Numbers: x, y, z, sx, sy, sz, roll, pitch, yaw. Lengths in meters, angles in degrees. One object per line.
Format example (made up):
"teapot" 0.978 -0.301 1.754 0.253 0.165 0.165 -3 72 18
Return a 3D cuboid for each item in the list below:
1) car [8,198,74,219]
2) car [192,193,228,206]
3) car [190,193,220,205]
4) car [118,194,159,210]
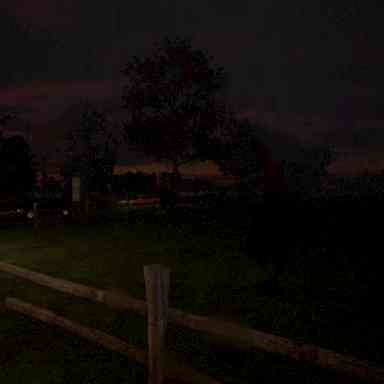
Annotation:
"car" -11.658 1.227 25.991 1.837 1.490 4.892 0 1 37
"car" 2.492 0.890 40.149 1.837 1.490 4.892 0 1 37
"car" 1.804 0.897 44.148 1.994 1.385 4.181 0 1 37
"car" -5.414 1.017 34.423 1.882 1.535 5.008 0 1 36
